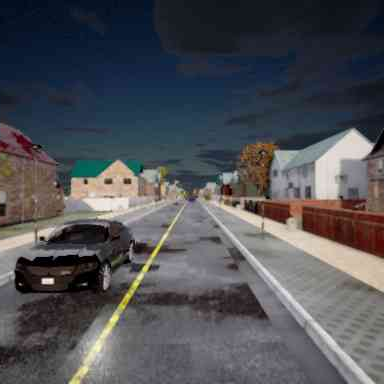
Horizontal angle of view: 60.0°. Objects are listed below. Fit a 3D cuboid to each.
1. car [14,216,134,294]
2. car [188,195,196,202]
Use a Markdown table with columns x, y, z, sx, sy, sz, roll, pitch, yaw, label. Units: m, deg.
| x | y | z | sx | sy | sz | roll | pitch | yaw | label |
| --- | --- | --- | --- | --- | --- | --- | --- | --- | --- |
| -2.841 | 1.484 | 9.049 | 1.882 | 1.535 | 5.008 | 0 | 0 | 0 | car |
| 0.022 | 1.697 | 87.166 | 2.097 | 1.767 | 4.553 | 0 | 0 | 0 | car |
